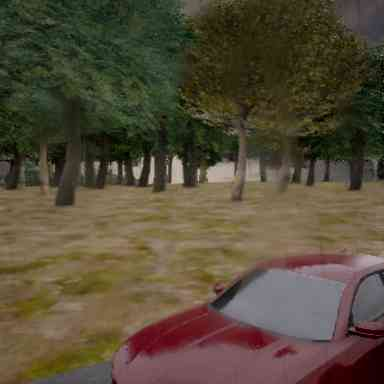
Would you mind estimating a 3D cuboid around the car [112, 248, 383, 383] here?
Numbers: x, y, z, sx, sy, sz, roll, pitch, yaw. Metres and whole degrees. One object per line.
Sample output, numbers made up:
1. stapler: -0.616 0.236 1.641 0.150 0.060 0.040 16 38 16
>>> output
1. car: 1.473 1.544 4.014 5.008 1.535 1.882 -1 -2 -39
